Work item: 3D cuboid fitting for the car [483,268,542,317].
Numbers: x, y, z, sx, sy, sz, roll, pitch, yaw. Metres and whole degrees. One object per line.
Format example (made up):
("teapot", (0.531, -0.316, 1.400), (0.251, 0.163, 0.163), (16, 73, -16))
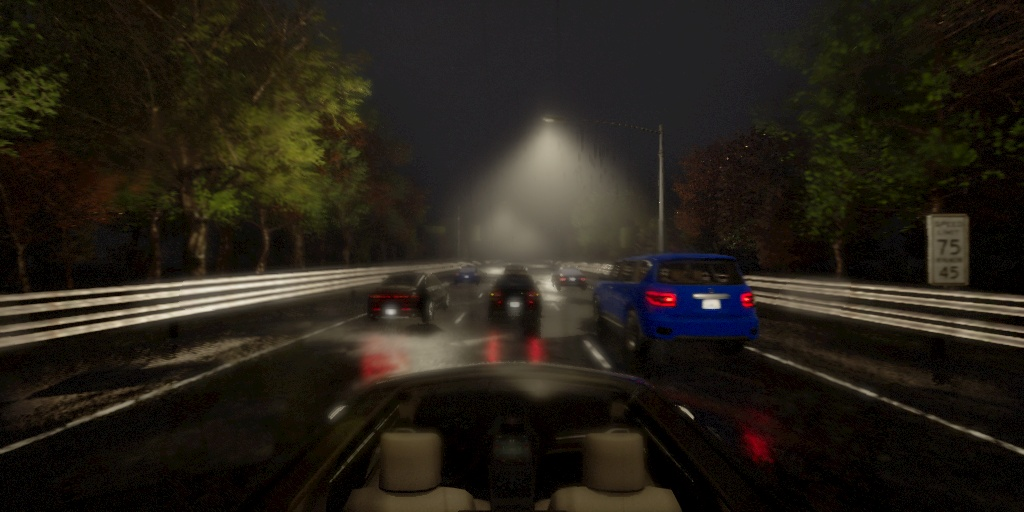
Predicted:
("car", (0.115, 1.352, 13.412), (1.812, 1.442, 4.674), (0, 0, 1))

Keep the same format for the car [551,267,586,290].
("car", (3.664, 1.442, 23.679), (2.033, 1.411, 5.357), (0, 0, 1))

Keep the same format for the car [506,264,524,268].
("car", (0.263, 1.405, 29.029), (1.882, 1.535, 5.008), (0, 0, 1))

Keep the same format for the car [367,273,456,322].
("car", (-3.395, 1.326, 12.546), (1.837, 1.490, 4.892), (0, 0, 1))

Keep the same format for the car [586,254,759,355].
("car", (3.563, 1.014, 9.028), (2.150, 2.045, 5.566), (0, -1, 1))

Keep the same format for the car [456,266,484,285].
("car", (-3.254, 1.483, 27.954), (1.994, 1.385, 4.181), (0, 0, 1))
